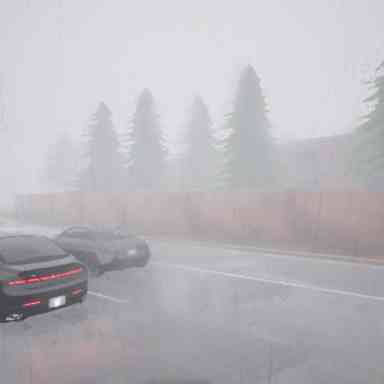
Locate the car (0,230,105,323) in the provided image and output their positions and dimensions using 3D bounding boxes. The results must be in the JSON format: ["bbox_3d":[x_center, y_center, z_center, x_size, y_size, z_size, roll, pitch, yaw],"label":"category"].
[{"bbox_3d":[-4.223,1.617,7.105,4.892,1.490,1.837,0,-1,37],"label":"car"}]

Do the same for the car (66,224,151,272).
[{"bbox_3d":[-3.327,1.726,10.824,4.181,1.385,1.994,-1,-1,37],"label":"car"}]
